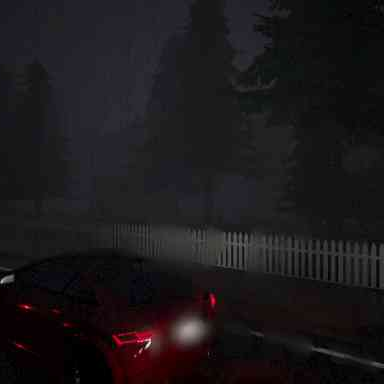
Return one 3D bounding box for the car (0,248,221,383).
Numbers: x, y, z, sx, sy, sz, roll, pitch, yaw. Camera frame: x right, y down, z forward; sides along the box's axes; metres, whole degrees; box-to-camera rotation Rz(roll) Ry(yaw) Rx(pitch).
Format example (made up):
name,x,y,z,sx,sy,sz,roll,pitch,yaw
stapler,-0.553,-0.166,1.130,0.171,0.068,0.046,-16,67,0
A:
name,x,y,z,sx,sy,sz,roll,pitch,yaw
car,-1.675,1.564,4.975,4.181,1.385,1.994,0,0,35
